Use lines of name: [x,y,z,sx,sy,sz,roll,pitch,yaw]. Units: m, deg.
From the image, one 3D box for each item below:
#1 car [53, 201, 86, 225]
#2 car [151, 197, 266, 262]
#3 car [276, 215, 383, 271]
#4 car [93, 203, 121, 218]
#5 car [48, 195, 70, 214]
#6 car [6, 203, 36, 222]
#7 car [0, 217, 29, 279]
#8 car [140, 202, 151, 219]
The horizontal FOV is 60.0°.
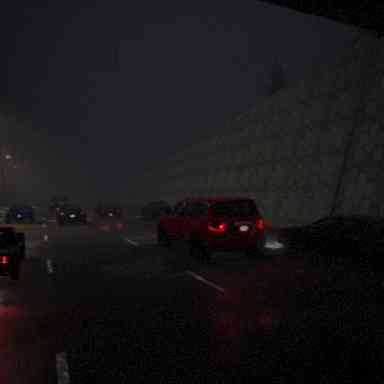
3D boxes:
car: [-9.250,1.683,25.313,1.994,1.385,4.181,-1,0,-24]
car: [0.450,1.206,12.482,2.150,2.045,5.566,-1,0,-25]
car: [5.082,1.466,10.770,2.033,1.411,5.357,-1,0,-25]
car: [-8.023,1.699,31.052,1.895,1.301,4.718,-1,0,-25]
car: [-15.801,1.429,39.646,2.150,2.045,5.566,-1,0,-25]
car: [-14.054,1.664,27.407,1.882,1.535,5.008,-1,0,-25]
car: [-5.996,1.678,9.759,1.895,1.301,4.718,-1,0,-25]
car: [-3.073,1.554,28.635,1.812,1.442,4.674,-1,0,-25]
